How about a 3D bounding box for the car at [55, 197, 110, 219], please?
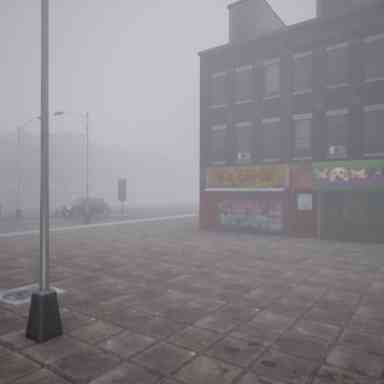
[{"bbox_3d":[-9.353,1.266,28.521,2.097,1.767,4.553,0,0,35],"label":"car"}]
